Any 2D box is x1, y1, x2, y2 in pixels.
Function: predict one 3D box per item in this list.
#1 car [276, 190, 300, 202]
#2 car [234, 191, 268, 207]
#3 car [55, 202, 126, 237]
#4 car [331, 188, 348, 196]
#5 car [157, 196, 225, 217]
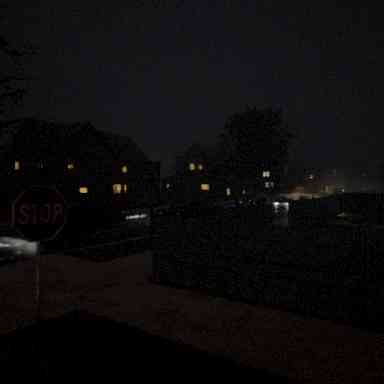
[{"bbox_3d":[11.967,0.478,41.269,1.812,1.442,4.674,1,2,36],"label":"car"},{"bbox_3d":[5.936,0.697,32.893,1.837,1.490,4.892,1,2,36],"label":"car"},{"bbox_3d":[-5.742,1.214,16.504,2.033,1.411,5.357,1,2,34],"label":"car"},{"bbox_3d":[23.148,0.152,51.928,1.837,1.490,4.892,1,2,35],"label":"car"},{"bbox_3d":[0.136,1.168,19.880,1.895,1.301,4.718,1,2,37],"label":"car"}]
